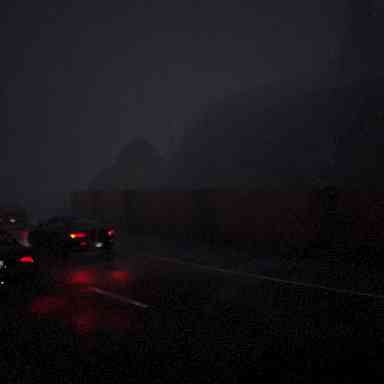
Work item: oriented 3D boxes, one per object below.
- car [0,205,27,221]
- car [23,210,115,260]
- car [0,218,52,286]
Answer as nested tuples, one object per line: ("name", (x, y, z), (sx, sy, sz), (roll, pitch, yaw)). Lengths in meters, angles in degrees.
("car", (-12.464, 1.622, 22.988), (1.812, 1.442, 4.674), (0, 0, -31))
("car", (-4.647, 1.571, 12.674), (1.812, 1.442, 4.674), (0, 0, -43))
("car", (-5.874, 1.588, 8.836), (2.033, 1.411, 5.357), (0, 0, -44))
